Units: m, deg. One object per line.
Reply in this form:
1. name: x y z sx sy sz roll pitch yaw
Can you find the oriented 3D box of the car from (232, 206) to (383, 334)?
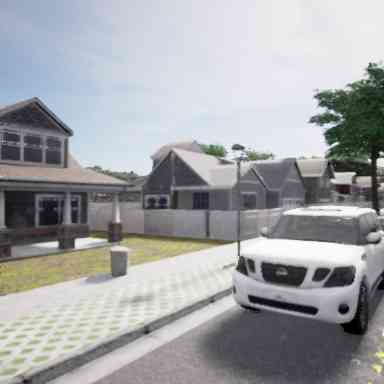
1. car: 3.020 1.365 7.577 2.150 2.045 5.566 -1 -2 36
